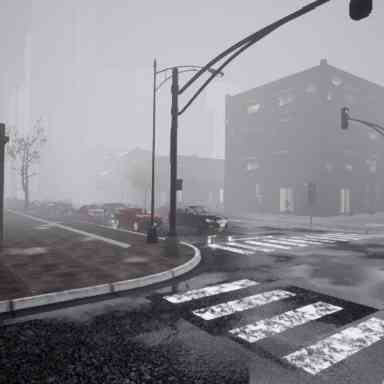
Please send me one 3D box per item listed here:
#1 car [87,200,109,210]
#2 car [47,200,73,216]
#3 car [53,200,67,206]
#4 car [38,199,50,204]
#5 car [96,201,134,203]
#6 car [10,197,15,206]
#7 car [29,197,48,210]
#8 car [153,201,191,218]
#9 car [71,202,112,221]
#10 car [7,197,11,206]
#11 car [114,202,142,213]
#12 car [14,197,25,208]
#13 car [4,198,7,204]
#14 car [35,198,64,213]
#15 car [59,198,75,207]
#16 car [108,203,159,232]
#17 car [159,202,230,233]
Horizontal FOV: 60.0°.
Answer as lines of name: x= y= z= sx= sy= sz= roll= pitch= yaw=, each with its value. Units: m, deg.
car: x=-14.780 y=2.039 z=52.124 sx=1.752 sy=1.417 sz=4.829 roll=1 pitch=-1 yaw=-35
car: x=-13.704 y=1.792 z=35.610 sx=1.947 sy=1.339 sz=4.313 roll=1 pitch=-1 yaw=-35
car: x=-28.361 y=2.307 z=71.432 sx=1.802 sy=1.307 sz=4.206 roll=1 pitch=-1 yaw=-35
car: x=-37.967 y=2.404 z=85.177 sx=1.752 sy=1.417 sz=4.829 roll=1 pitch=-1 yaw=-35
car: x=-7.091 y=1.712 z=30.911 sx=1.837 sy=1.490 sz=4.892 roll=1 pitch=0 yaw=-35
car: x=-32.060 y=2.082 z=62.100 sx=1.947 sy=1.339 sz=4.313 roll=1 pitch=-1 yaw=-35
car: x=-22.679 y=1.892 z=48.572 sx=1.752 sy=1.417 sz=4.829 roll=1 pitch=-1 yaw=-35
car: x=-2.096 y=1.762 z=34.083 sx=1.967 sy=1.590 sz=4.097 roll=1 pitch=-1 yaw=-35
car: x=-8.548 y=1.730 z=28.232 sx=1.802 sy=1.307 sz=4.206 roll=1 pitch=-1 yaw=-35
car: x=-35.230 y=2.132 z=66.635 sx=1.947 sy=1.339 sz=4.313 roll=1 pitch=-1 yaw=-35
car: x=-8.300 y=1.967 z=42.945 sx=2.008 sy=1.369 sz=4.403 roll=1 pitch=-1 yaw=-35
car: x=-29.072 y=2.013 z=57.812 sx=1.887 sy=1.381 sz=4.507 roll=1 pitch=-1 yaw=-35
car: x=-38.399 y=1.931 z=71.173 sx=2.192 sy=1.841 sz=5.009 roll=1 pitch=-1 yaw=-35
car: x=-18.002 y=1.844 z=41.811 sx=2.008 sy=1.369 sz=4.403 roll=1 pitch=-1 yaw=-35
car: x=-25.191 y=2.115 z=66.899 sx=1.967 sy=1.590 sz=4.097 roll=1 pitch=-1 yaw=-35
car: x=-3.390 y=1.616 z=20.855 sx=1.887 sy=1.381 sz=4.507 roll=1 pitch=-1 yaw=-35
car: x=0.282 y=1.593 z=20.358 sx=2.128 sy=1.511 sz=4.902 roll=1 pitch=-1 yaw=-35
